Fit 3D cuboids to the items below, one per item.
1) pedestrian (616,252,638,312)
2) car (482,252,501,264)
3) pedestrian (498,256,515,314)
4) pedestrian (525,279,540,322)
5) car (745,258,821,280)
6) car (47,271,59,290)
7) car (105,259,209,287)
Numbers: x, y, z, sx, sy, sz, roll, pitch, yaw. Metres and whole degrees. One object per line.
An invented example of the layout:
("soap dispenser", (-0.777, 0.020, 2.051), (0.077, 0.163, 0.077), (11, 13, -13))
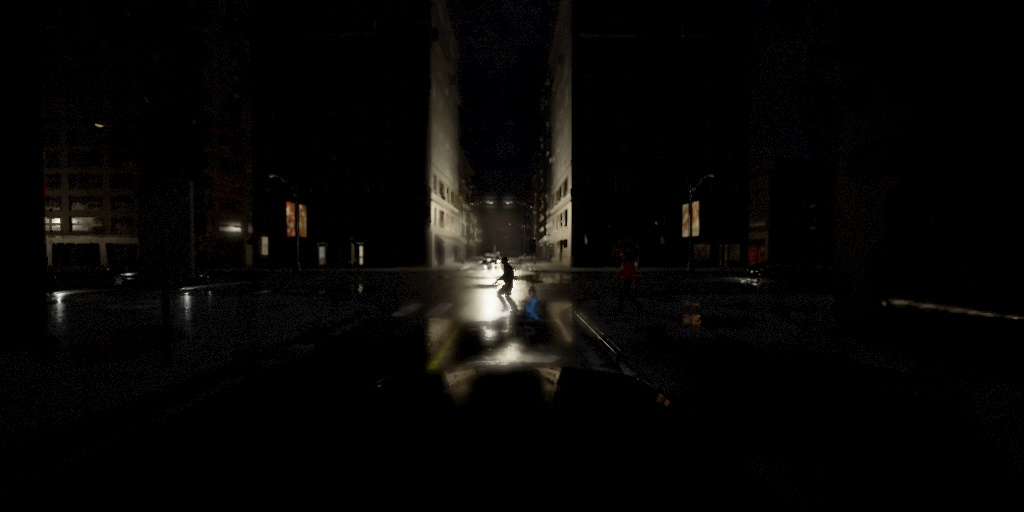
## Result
("pedestrian", (3.365, 0.719, 10.536), (0.375, 1.860, 0.375), (0, 1, 0))
("car", (-2.983, 0.333, 48.939), (2.128, 1.511, 4.902), (0, 1, 0))
("pedestrian", (-0.174, 0.859, 11.139), (0.375, 1.860, 0.375), (0, 1, 0))
("pedestrian", (0.634, 1.162, 9.946), (0.375, 1.300, 0.375), (0, 1, 0))
("car", (18.005, 0.852, 23.931), (4.181, 1.385, 1.994), (0, 1, 0))
("car", (-24.969, 0.995, 17.227), (4.892, 1.490, 1.837), (0, 1, 0))
("car", (-20.165, 0.919, 20.476), (4.892, 1.490, 1.837), (0, 1, 0))
